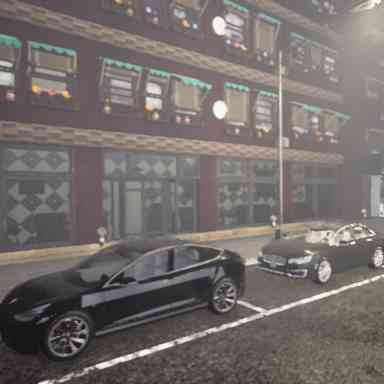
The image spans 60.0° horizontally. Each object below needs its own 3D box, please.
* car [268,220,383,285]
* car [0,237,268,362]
[{"bbox_3d":[3.715,1.494,9.210,4.403,1.369,2.008,0,0,-35],"label":"car"},{"bbox_3d":[-0.923,1.548,5.903,4.313,1.339,1.947,-1,0,-35],"label":"car"}]
